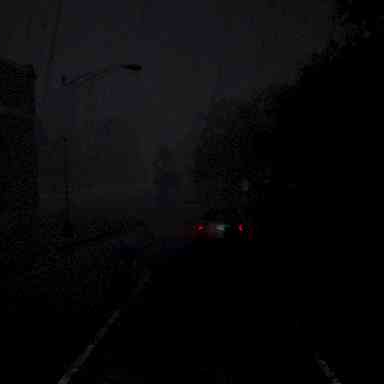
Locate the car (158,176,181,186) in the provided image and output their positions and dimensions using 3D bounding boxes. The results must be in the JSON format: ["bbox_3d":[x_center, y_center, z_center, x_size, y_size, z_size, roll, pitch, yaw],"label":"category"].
[{"bbox_3d":[-5.128,-2.095,70.112,4.181,1.385,1.994,-3,6,-30],"label":"car"}]

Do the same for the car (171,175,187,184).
[{"bbox_3d":[-3.824,-2.792,74.324,5.566,2.045,2.150,-2,6,-25],"label":"car"}]

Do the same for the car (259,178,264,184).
[{"bbox_3d":[13.549,-2.443,73.774,4.892,1.490,1.837,2,5,24],"label":"car"}]

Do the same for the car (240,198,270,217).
[{"bbox_3d":[5.380,1.251,29.991,1.882,1.535,5.008,3,6,32],"label":"car"}]

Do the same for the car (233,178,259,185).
[{"bbox_3d":[11.173,-2.229,71.293,4.892,1.490,1.837,2,5,23],"label":"car"}]

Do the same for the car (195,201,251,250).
[{"bbox_3d":[1.369,1.487,15.197,2.097,1.767,4.553,1,0,7],"label":"car"}]
